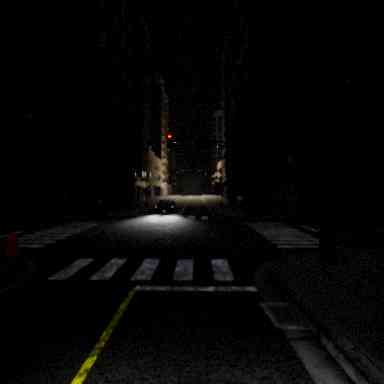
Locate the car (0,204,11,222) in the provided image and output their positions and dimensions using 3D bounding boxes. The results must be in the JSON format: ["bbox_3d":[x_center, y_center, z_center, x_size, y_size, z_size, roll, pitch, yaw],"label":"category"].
[{"bbox_3d":[-14.287,1.347,21.953,4.313,1.339,1.947,0,1,1],"label":"car"}]

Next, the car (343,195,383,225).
[{"bbox_3d":[12.593,1.108,21.608,5.009,1.841,2.192,0,1,1],"label":"car"}]

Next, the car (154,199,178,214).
[{"bbox_3d":[-2.399,1.333,31.219,1.895,1.301,4.718,0,1,1],"label":"car"}]
